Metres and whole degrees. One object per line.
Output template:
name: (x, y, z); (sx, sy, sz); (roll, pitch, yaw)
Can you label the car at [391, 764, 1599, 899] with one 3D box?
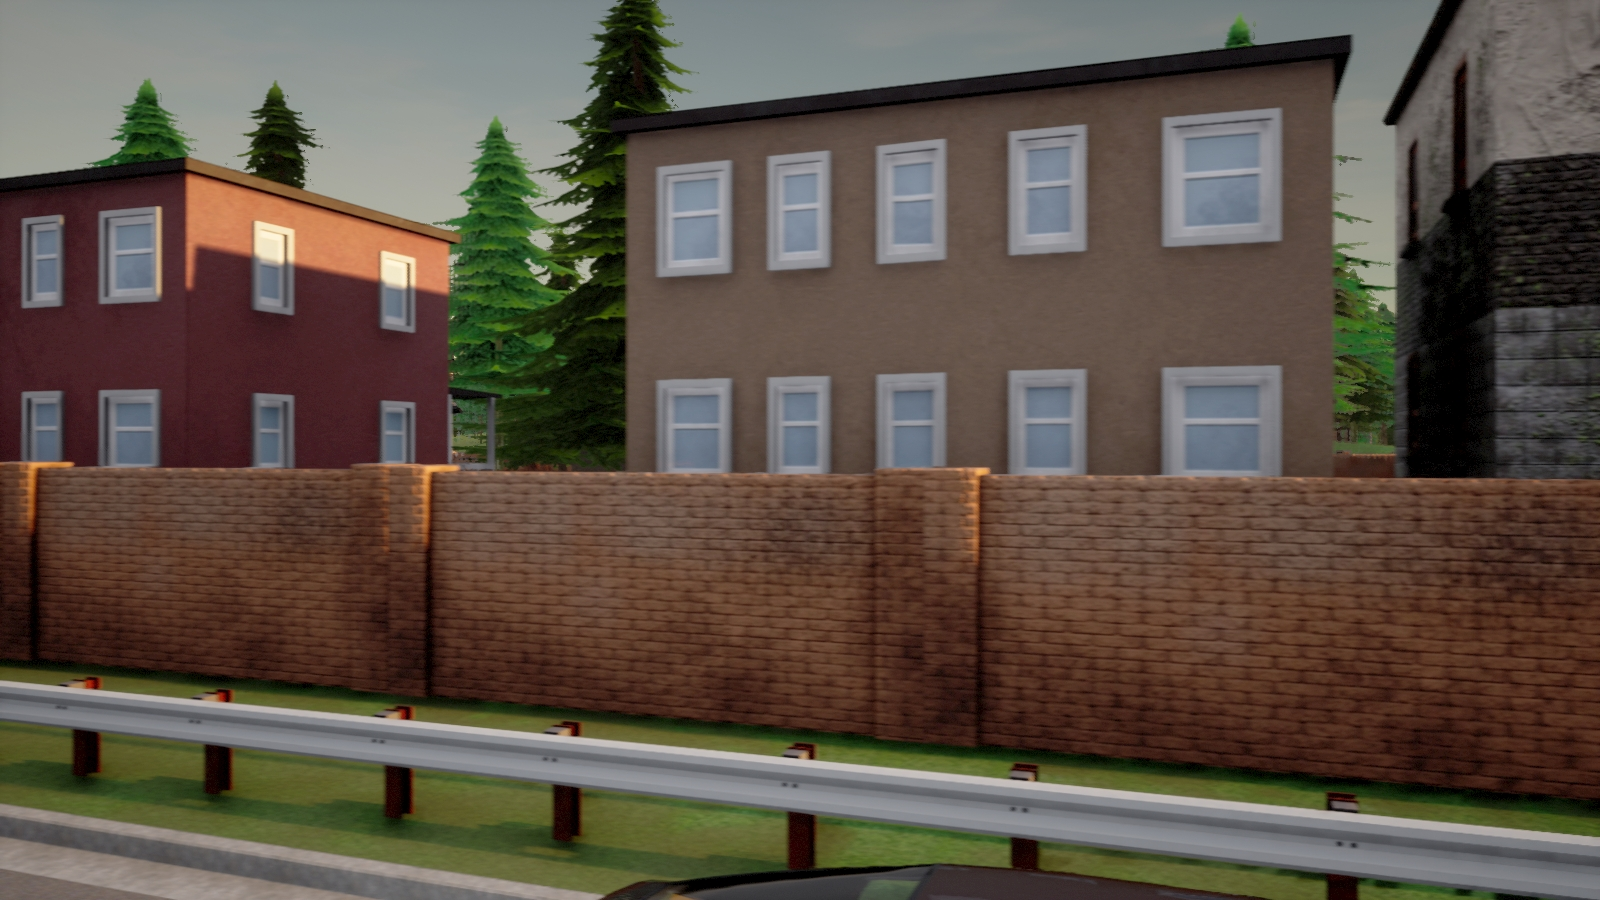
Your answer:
car: (1.129, 2.038, 2.891); (4.514, 1.525, 2.007); (0, 0, 20)
